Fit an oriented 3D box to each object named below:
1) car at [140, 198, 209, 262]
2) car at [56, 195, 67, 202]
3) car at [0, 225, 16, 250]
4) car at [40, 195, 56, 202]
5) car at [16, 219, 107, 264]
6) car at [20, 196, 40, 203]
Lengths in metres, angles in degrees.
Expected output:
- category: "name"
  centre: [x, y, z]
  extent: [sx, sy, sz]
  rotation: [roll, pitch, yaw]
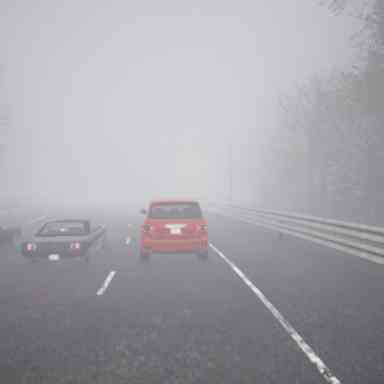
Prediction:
- category: "car"
  centre: [-0.749, 1.215, 12.368]
  extent: [2.150, 2.045, 5.566]
  rotation: [0, 0, -6]
- category: "car"
  centre: [-30.247, 1.516, 76.304]
  extent: [4.674, 1.442, 1.812]
  rotation: [0, 0, 45]
- category: "car"
  centre: [-7.741, 1.616, 11.667]
  extent: [1.895, 1.301, 4.718]
  rotation: [0, 0, -6]
- category: "car"
  centre: [-32.811, 1.507, 73.922]
  extent: [4.892, 1.490, 1.837]
  rotation: [0, 0, 45]
- category: "car"
  centre: [-4.236, 1.604, 11.849]
  extent: [1.895, 1.301, 4.718]
  rotation: [0, 0, -6]
- category: "car"
  centre: [-35.376, 1.562, 71.540]
  extent: [5.357, 1.411, 2.033]
  rotation: [0, 0, 45]
